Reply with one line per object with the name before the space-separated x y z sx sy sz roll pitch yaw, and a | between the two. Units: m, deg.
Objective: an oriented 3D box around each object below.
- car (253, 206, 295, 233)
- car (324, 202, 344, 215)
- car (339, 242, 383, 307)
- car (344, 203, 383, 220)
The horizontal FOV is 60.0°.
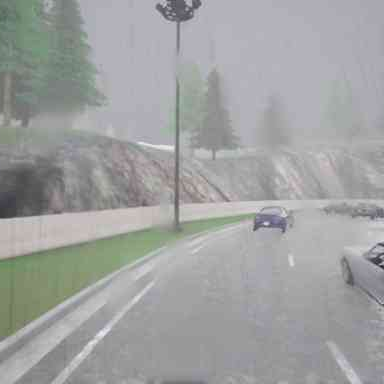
car | 5.060 1.572 20.333 1.812 1.442 4.674 0 0 25
car | 15.854 1.743 35.226 4.718 1.301 1.895 1 0 -44
car | 4.420 1.640 6.550 1.895 1.301 4.718 0 0 9
car | 16.027 1.691 30.219 2.033 1.411 5.357 0 0 43
